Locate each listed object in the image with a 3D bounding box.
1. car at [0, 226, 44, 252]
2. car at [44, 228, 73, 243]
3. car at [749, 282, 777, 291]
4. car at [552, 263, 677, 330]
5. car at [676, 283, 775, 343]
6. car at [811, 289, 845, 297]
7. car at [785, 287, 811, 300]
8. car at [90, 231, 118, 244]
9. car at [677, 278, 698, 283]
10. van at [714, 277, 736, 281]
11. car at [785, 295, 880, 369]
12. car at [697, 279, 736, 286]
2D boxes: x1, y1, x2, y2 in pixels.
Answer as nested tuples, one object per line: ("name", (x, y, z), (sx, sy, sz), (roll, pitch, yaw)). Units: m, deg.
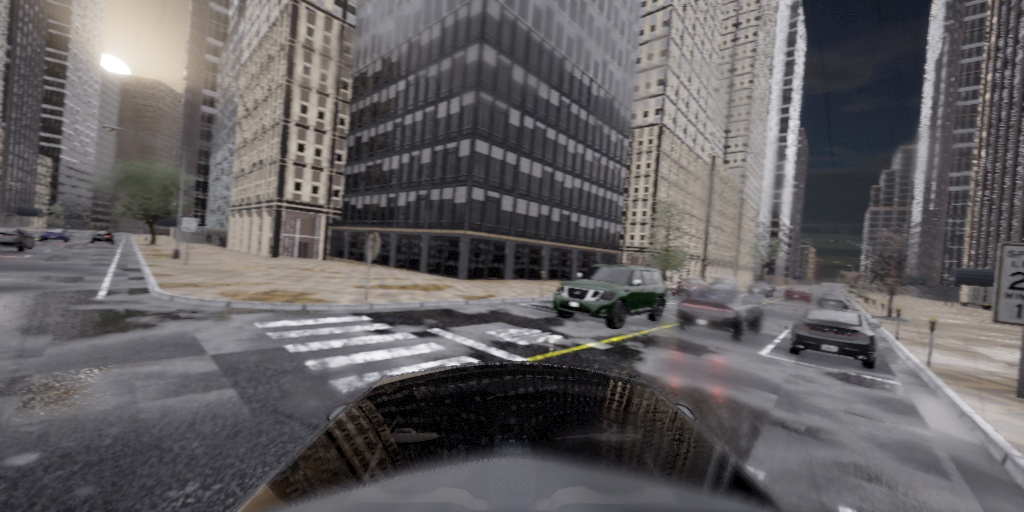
("car", (-31.643, -1.108, 22.428), (4.902, 1.511, 2.128), (4, 0, 43))
("car", (-48.524, -2.233, 38.200), (4.674, 1.442, 1.812), (4, 0, 43))
("car", (26.095, 3.460, 37.599), (2.128, 1.511, 4.902), (5, 0, 42))
("car", (3.801, 1.314, 13.123), (2.150, 2.045, 5.566), (5, 0, 42))
("car", (7.378, 1.911, 12.497), (2.128, 1.511, 4.902), (5, 0, 44))
("car", (24.158, 3.521, 27.095), (1.948, 1.339, 4.313), (0, 0, 42))
("car", (29.024, 3.874, 36.287), (1.882, 1.535, 5.008), (5, 0, 43))
("car", (-48.197, -2.214, 42.338), (4.892, 1.490, 1.837), (4, 0, 43))
("car", (14.208, 2.488, 28.566), (1.967, 1.591, 4.097), (0, 0, 42))
("van", (21.768, 3.079, 36.913), (1.690, 1.789, 3.998), (0, 0, 42))
("car", (9.131, 2.132, 10.311), (2.007, 1.370, 4.403), (0, 0, 42))
("car", (14.846, 2.629, 25.339), (1.812, 1.442, 4.674), (5, 0, 42))
